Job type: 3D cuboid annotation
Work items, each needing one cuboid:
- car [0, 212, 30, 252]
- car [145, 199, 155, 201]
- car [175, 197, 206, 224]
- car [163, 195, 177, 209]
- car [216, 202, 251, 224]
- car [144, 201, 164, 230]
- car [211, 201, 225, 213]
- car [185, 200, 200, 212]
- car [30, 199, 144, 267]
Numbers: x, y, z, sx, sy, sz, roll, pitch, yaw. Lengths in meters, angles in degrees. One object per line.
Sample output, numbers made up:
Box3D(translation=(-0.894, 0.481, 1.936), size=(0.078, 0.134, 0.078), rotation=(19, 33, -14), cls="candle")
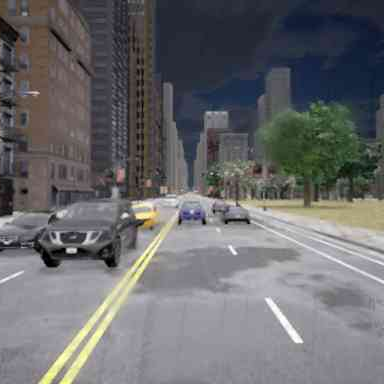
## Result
Box3D(translation=(-6.590, 1.582, 14.296), size=(1.837, 1.490, 4.892), rotation=(0, 0, 0), cls="car")
Box3D(translation=(-6.574, 1.804, 51.503), size=(1.812, 1.442, 4.674), rotation=(0, 0, 0), cls="car")
Box3D(translation=(0.011, 1.491, 26.176), size=(2.097, 1.767, 4.553), rotation=(0, 0, 0), cls="car")
Box3D(translation=(-3.320, 1.499, 52.460), size=(2.150, 2.045, 5.566), rotation=(0, 0, 0), cls="car")
Box3D(translation=(3.271, 1.701, 25.868), size=(1.994, 1.385, 4.181), rotation=(0, 0, -1), cls="car")
Box3D(translation=(-3.286, 1.597, 22.474), size=(1.882, 1.535, 5.008), rotation=(0, 0, 0), cls="car")
Box3D(translation=(3.280, 1.757, 39.269), size=(2.033, 1.411, 5.357), rotation=(0, 0, 0), cls="car")
Box3D(translation=(0.049, 1.758, 43.300), size=(1.812, 1.442, 4.674), rotation=(0, 0, 0), cls="car")
Box3D(translation=(-3.341, 1.286, 11.998), size=(2.150, 2.045, 5.566), rotation=(0, 0, 0), cls="car")
